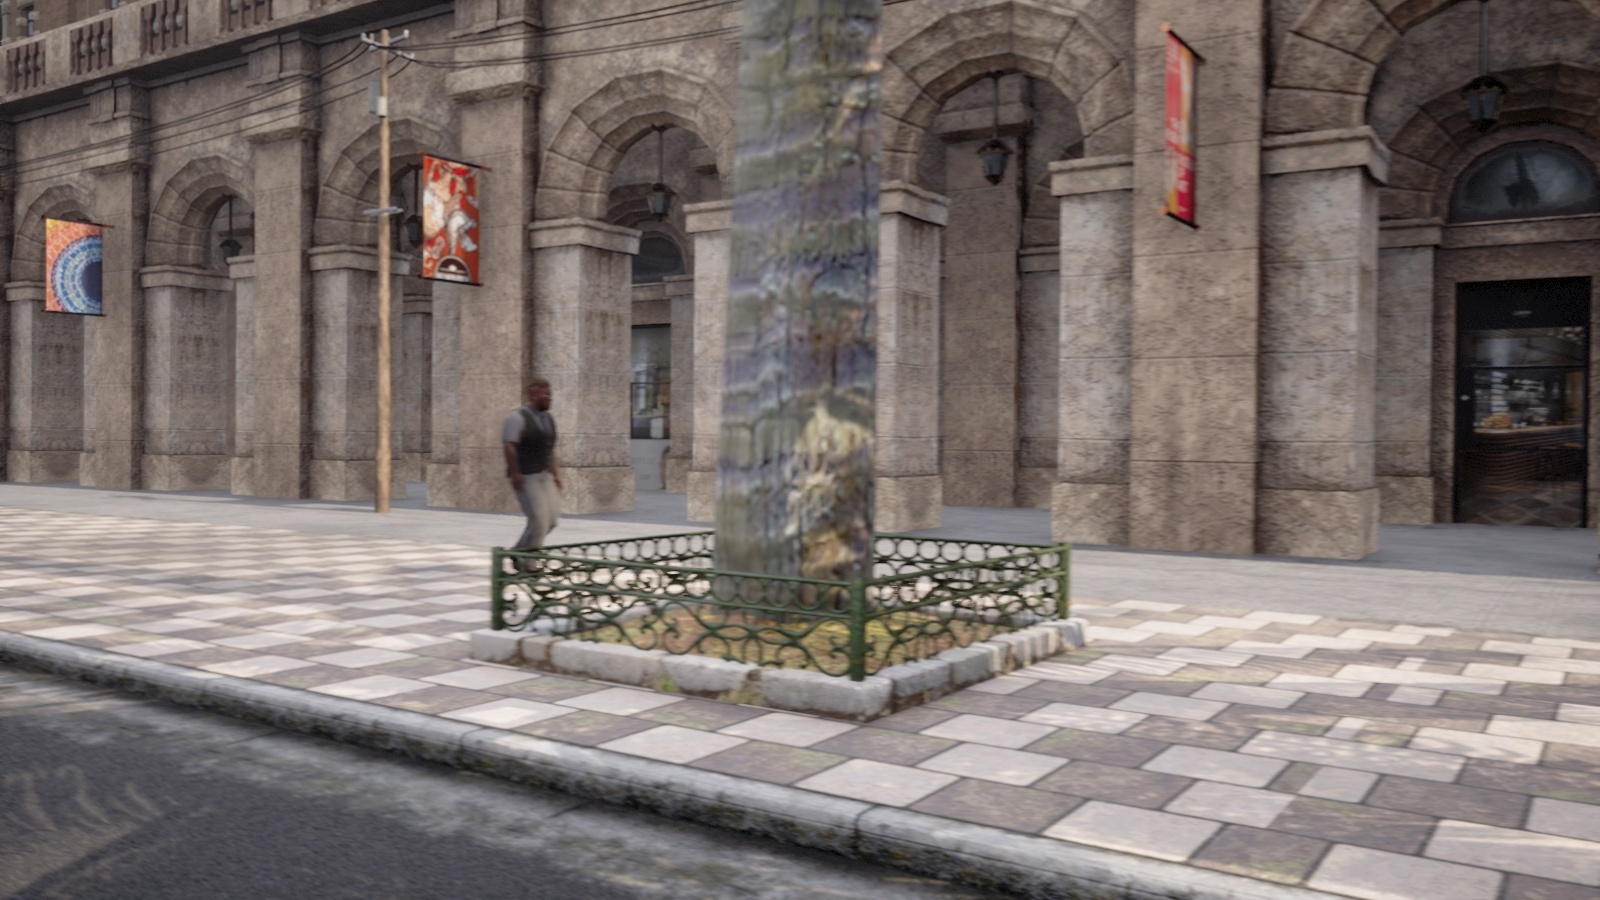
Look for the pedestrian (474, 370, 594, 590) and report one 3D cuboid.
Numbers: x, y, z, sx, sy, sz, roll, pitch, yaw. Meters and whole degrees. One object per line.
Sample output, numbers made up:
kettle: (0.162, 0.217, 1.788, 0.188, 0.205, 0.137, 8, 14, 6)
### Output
pedestrian: (-2.365, 0.257, 11.178, 0.849, 1.883, 0.563, 0, 1, 24)
